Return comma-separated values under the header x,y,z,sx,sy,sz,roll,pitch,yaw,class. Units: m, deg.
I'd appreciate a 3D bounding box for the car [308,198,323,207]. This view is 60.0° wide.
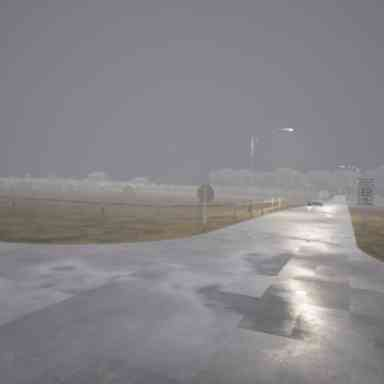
x,y,z,sx,sy,sz,roll,pitch,yaw,class
19.344,1.583,51.921,1.994,1.385,4.181,1,0,25,car
